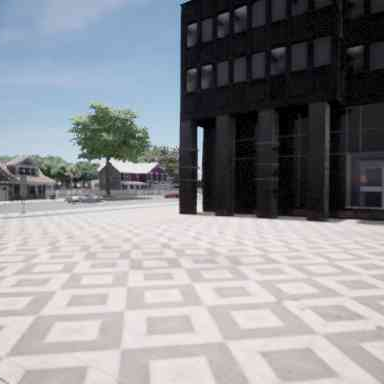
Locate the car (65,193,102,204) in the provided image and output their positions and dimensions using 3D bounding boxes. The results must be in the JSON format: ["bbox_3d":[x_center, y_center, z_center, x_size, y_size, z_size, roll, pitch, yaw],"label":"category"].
[{"bbox_3d":[-14.082,0.833,43.281,1.895,1.301,4.718,1,2,35],"label":"car"}]

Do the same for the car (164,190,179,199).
[{"bbox_3d":[-2.944,0.389,58.923,1.882,1.535,5.008,1,2,35],"label":"car"}]
